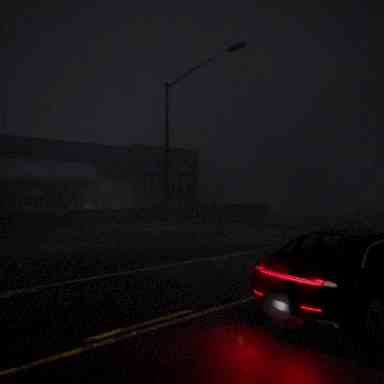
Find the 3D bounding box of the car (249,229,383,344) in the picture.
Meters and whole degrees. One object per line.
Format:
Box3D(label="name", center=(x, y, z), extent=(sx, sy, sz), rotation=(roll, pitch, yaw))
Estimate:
Box3D(label="car", center=(3.239, 1.485, 6.461), extent=(4.902, 1.511, 2.128), rotation=(0, 0, -38))
